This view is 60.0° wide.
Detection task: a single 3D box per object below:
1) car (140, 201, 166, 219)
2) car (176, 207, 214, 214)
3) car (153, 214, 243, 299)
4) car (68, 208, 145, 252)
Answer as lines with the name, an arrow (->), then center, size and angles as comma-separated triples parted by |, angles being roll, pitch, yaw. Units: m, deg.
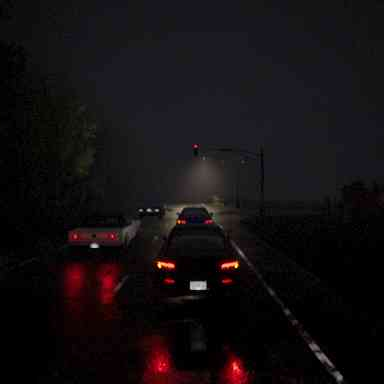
car -> -3.330, 1.482, 28.248 | 2.033, 1.411, 5.357 | 0, 0, 0
car -> 0.140, 1.486, 17.125 | 1.812, 1.442, 4.674 | 0, 0, 0
car -> 0.119, 1.506, 8.251 | 1.812, 1.442, 4.674 | 0, 0, 0
car -> -3.366, 1.569, 13.751 | 1.895, 1.301, 4.718 | 0, 0, 0
